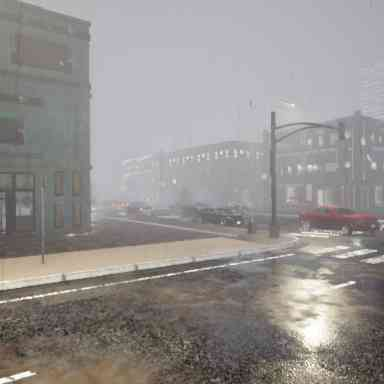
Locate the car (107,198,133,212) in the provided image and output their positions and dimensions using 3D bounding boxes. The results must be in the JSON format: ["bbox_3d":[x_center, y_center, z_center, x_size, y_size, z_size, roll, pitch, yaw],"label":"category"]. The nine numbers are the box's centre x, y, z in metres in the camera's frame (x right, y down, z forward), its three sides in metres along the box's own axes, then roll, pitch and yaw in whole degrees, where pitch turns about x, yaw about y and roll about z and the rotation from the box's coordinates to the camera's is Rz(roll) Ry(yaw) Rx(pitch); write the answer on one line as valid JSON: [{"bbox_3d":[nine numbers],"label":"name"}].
[{"bbox_3d":[-9.963,1.983,47.582,1.882,1.535,5.008,-1,0,-34],"label":"car"}]

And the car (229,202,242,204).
[{"bbox_3d":[4.341,1.809,36.953,2.008,1.369,4.403,-2,0,-35],"label":"car"}]

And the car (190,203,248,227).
[{"bbox_3d":[2.071,1.814,25.260,1.947,1.339,4.313,-1,0,-35],"label":"car"}]

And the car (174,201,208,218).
[{"bbox_3d":[0.769,1.783,31.949,2.128,1.511,4.902,-1,0,-35],"label":"car"}]

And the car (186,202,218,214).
[{"bbox_3d":[1.202,1.903,41.512,1.802,1.307,4.206,-1,0,-35],"label":"car"}]

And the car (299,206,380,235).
[{"bbox_3d":[8.409,1.569,19.436,1.882,1.535,5.008,0,-2,-22],"label":"car"}]

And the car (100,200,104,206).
[{"bbox_3d":[-17.635,2.227,68.864,1.887,1.381,4.507,-1,0,-35],"label":"car"}]

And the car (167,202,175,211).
[{"bbox_3d":[-1.937,1.965,46.071,1.802,1.307,4.206,-1,0,-35],"label":"car"}]

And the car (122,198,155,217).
[{"bbox_3d":[-5.702,1.846,36.757,1.967,1.590,4.097,-1,0,-35],"label":"car"}]

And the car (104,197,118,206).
[{"bbox_3d":[-14.501,1.939,64.305,2.192,1.841,5.009,-1,0,-35],"label":"car"}]
